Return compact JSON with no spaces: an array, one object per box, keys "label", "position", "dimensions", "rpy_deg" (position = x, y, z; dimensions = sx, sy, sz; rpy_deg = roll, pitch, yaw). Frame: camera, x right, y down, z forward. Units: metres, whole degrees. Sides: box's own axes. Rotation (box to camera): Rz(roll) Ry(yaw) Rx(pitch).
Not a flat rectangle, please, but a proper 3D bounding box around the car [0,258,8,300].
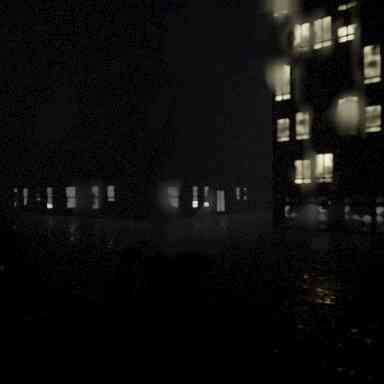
[{"label":"car","position":[-5.564,1.545,6.854],"dimensions":[4.507,1.381,1.887],"rpy_deg":[0,-1,36]}]
